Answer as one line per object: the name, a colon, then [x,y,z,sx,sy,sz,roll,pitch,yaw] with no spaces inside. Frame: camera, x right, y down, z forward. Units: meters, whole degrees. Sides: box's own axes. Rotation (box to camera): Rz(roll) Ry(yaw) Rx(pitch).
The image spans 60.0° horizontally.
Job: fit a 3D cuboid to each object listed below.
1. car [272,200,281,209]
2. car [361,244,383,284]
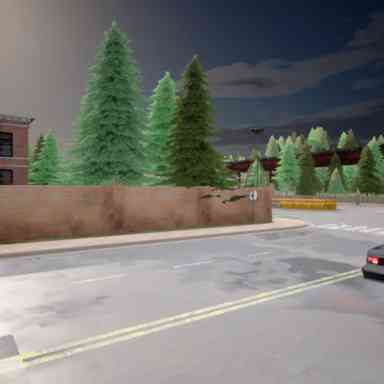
car: [9.771,1.477,44.737,2.128,1.511,4.902,0,0,-35]
car: [6.347,1.543,8.253,5.357,1.411,2.033,0,0,-35]
